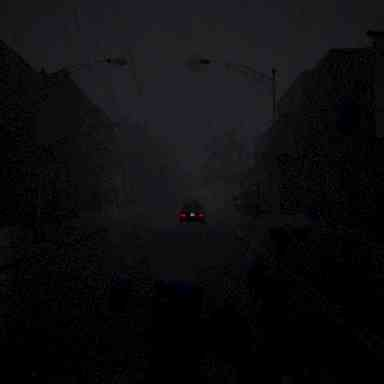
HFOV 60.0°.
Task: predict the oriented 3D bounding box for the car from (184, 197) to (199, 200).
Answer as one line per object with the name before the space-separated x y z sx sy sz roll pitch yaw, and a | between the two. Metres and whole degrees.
car | -0.014 1.329 39.962 1.994 1.385 4.181 0 1 0

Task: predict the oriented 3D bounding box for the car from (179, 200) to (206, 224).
car | 0.023 1.560 24.522 2.033 1.411 5.357 0 0 0
